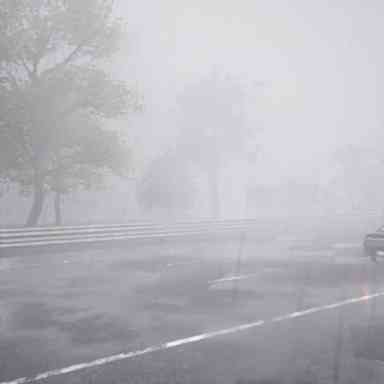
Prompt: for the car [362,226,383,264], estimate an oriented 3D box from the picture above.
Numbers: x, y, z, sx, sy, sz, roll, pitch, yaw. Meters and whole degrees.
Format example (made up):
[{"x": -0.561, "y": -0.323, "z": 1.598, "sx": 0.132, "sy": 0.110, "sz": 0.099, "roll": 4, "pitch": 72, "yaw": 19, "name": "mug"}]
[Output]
[{"x": 8.295, "y": 1.779, "z": 11.984, "sx": 4.902, "sy": 1.511, "sz": 2.128, "roll": 0, "pitch": -3, "yaw": -28, "name": "car"}]
